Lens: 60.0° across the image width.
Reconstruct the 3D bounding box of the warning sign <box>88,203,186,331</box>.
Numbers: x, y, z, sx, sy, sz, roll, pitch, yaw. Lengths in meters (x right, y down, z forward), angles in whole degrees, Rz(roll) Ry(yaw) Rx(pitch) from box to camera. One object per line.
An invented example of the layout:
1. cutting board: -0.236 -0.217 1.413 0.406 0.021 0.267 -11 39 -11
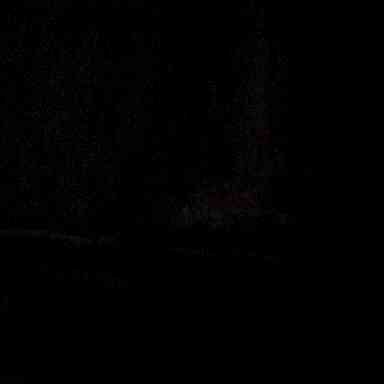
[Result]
1. warning sign: -0.930 1.153 5.813 1.060 1.860 1.300 -1 0 35
